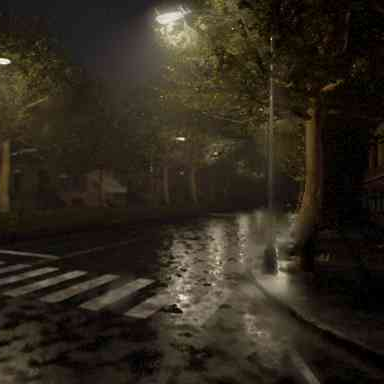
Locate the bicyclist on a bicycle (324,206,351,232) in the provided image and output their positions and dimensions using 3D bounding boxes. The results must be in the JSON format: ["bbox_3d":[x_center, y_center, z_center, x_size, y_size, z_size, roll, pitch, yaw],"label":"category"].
[{"bbox_3d":[9.191,1.693,21.050,1.656,1.620,0.582,0,-1,21],"label":"bicyclist on a bicycle"}]

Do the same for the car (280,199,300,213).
[{"bbox_3d":[15.243,2.015,48.077,5.566,2.045,2.150,1,-1,-30],"label":"car"}]

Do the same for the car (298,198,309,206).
[{"bbox_3d":[29.996,2.717,89.321,2.435,2.045,5.566,1,-1,21],"label":"car"}]
